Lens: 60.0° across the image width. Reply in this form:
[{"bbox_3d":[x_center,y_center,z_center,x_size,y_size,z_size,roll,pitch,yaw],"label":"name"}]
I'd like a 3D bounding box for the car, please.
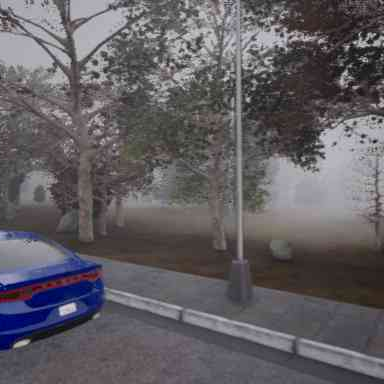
[{"bbox_3d":[-3.728,1.448,6.031,5.008,1.535,1.882,0,0,36],"label":"car"}]
